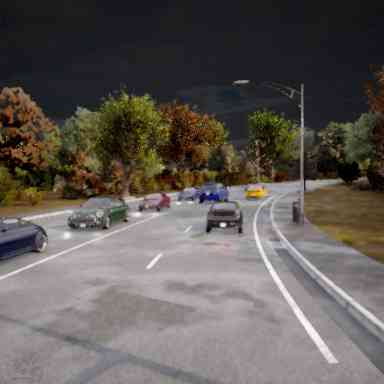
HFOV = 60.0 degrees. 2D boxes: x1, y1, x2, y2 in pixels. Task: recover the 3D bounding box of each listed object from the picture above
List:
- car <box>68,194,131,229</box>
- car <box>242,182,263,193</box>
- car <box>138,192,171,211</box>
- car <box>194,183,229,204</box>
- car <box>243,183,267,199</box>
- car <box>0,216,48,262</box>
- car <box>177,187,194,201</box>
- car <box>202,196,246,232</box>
[{"bbox_3d":[-5.218,1.054,19.198,2.097,1.767,4.553,0,2,10],"label":"car"},{"bbox_3d":[9.492,-0.719,51.899,1.994,1.385,4.181,0,4,27],"label":"car"},{"bbox_3d":[-3.148,0.793,29.020,1.812,1.442,4.674,0,3,13],"label":"car"},{"bbox_3d":[2.340,0.085,34.705,2.150,2.045,5.566,0,4,18],"label":"car"},{"bbox_3d":[7.667,-0.029,39.218,1.882,1.535,5.008,0,4,21],"label":"car"},{"bbox_3d":[-6.381,1.483,10.476,1.994,1.385,4.181,0,1,6],"label":"car"},{"bbox_3d":[-0.177,0.196,38.786,1.812,1.442,4.674,0,3,17],"label":"car"},{"bbox_3d":[1.875,1.220,18.158,1.837,1.490,4.892,0,2,9],"label":"car"}]
